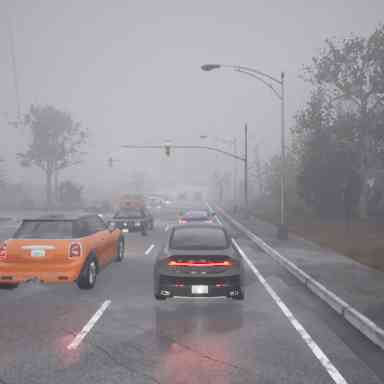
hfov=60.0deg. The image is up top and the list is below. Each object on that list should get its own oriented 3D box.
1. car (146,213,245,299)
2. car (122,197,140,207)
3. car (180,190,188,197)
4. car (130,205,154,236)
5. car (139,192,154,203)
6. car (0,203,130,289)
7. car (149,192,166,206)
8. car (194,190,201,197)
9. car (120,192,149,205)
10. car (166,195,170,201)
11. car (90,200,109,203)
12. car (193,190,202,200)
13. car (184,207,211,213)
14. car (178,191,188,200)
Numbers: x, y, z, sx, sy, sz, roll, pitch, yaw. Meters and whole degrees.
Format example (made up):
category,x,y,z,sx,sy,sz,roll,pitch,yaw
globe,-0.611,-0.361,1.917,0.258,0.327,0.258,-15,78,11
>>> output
category,x,y,z,sx,sy,sz,roll,pitch,yaw
car,0.164,1.505,8.410,1.837,1.490,4.892,0,0,1
car,-9.736,1.505,53.480,1.837,1.490,4.892,0,0,1
car,-2.015,0.341,85.657,1.812,1.442,4.674,0,3,1
car,-3.242,1.601,18.437,1.895,1.301,4.718,0,0,0
car,-9.348,1.052,68.674,2.150,2.045,5.566,0,2,1
car,-3.325,1.352,9.351,2.097,1.767,4.553,0,0,1
car,-6.179,1.224,56.203,2.150,2.045,5.566,0,0,1
car,1.485,0.316,85.587,1.837,1.490,4.892,0,3,1
car,-6.564,1.222,37.025,2.150,2.045,5.566,0,0,1
car,-5.787,1.249,71.763,1.994,1.385,4.181,0,2,1
car,-10.088,1.547,35.906,2.033,1.411,5.357,0,0,1
car,1.281,1.053,75.173,2.033,1.411,5.357,0,3,1
car,0.260,1.526,17.484,1.812,1.442,4.674,0,0,3
car,-2.218,1.013,75.239,1.837,1.490,4.892,0,3,1
